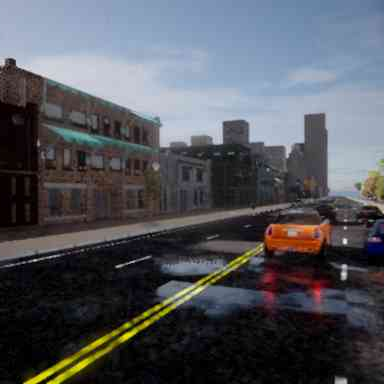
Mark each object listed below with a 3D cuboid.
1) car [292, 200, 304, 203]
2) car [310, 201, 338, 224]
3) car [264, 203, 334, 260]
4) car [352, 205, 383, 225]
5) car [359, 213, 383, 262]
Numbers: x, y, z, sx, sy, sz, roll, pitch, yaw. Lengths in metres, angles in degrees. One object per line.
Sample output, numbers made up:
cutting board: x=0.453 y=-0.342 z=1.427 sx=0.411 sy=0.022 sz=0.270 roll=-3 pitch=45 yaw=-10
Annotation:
car: x=19.929 y=2.164 z=62.598 sx=1.812 sy=1.442 sz=4.674 roll=0 pitch=-1 yaw=25
car: x=11.051 y=1.761 z=27.829 sx=1.882 sy=1.535 sz=5.008 roll=0 pitch=0 yaw=25
car: x=4.394 y=1.490 z=13.468 sx=2.097 sy=1.767 sz=4.553 roll=0 pitch=-1 yaw=25
car: x=13.686 y=1.767 z=25.805 sx=1.837 sy=1.490 sz=4.892 roll=0 pitch=0 yaw=25
car: x=7.368 y=1.687 z=12.157 sx=1.994 sy=1.385 sz=4.181 roll=0 pitch=-1 yaw=25
